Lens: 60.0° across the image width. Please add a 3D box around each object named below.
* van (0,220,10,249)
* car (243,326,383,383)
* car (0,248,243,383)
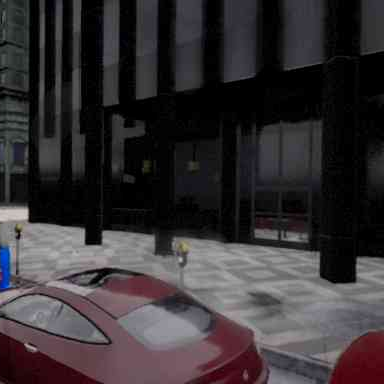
[{"bbox_3d":[-5.368,1.315,6.800,3.998,1.788,1.690,0,1,36],"label":"van"},{"bbox_3d":[2.909,1.321,0.883,5.009,1.841,2.192,0,1,36],"label":"car"},{"bbox_3d":[-1.228,1.572,3.845,4.206,1.307,1.802,0,1,36],"label":"car"}]
